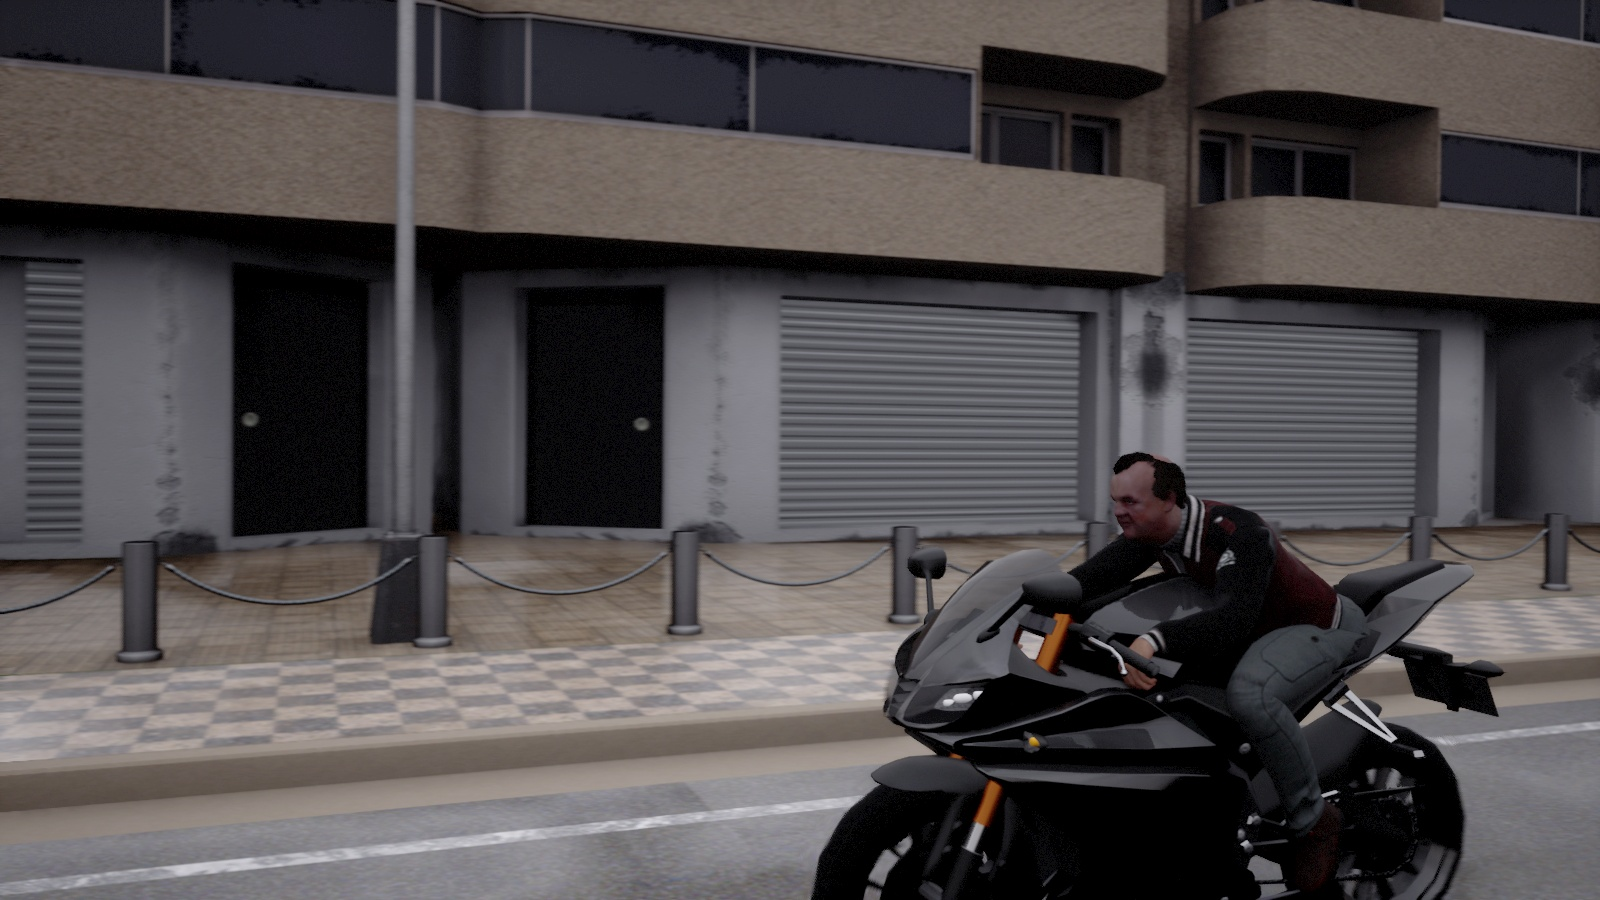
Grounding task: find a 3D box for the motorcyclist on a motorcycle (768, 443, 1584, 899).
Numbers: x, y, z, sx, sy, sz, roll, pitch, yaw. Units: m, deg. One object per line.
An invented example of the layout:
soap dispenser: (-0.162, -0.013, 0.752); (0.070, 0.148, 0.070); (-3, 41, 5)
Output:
motorcyclist on a motorcycle: (1.093, 0.761, 3.653); (2.191, 1.530, 0.866); (-1, 1, -21)
